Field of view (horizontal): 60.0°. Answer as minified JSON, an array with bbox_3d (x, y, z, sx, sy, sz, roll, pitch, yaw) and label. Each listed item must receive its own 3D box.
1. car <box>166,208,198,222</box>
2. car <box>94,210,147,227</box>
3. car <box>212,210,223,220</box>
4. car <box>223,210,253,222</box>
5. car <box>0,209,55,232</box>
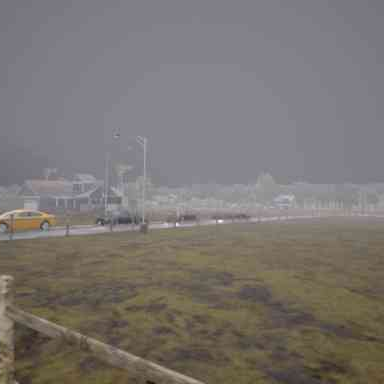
[{"bbox_3d":[-1.105,2.677,39.698,2.097,1.767,4.553,0,-2,36],"label":"car"},{"bbox_3d":[-6.691,2.479,31.818,2.033,1.411,5.357,0,-2,35],"label":"car"},{"bbox_3d":[4.664,3.307,47.801,1.994,1.385,4.181,0,-2,35],"label":"car"},{"bbox_3d":[6.695,3.193,45.621,1.882,1.535,5.008,0,-2,35],"label":"car"},{"bbox_3d":[-12.318,2.018,23.781,1.882,1.535,5.008,0,-2,34],"label":"car"}]
